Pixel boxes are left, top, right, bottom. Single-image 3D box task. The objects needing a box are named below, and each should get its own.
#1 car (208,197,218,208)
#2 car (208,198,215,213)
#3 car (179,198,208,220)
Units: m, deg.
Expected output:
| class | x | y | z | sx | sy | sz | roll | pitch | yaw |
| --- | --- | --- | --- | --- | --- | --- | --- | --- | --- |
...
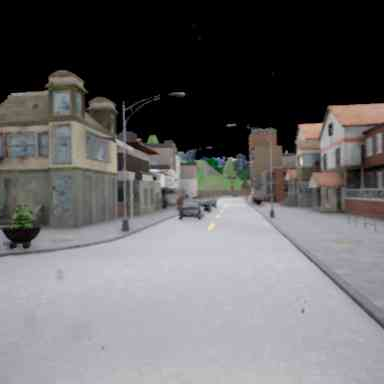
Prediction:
| class | x | y | z | sx | sy | sz | roll | pitch | yaw |
| --- | --- | --- | --- | --- | --- | --- | --- | --- | --- |
| car | 2.684 | 1.556 | 48.739 | 1.837 | 1.490 | 4.892 | -1 | 0 | 7 |
| car | 1.275 | 1.655 | 38.467 | 1.895 | 1.301 | 4.718 | -1 | 0 | 8 |
| car | 0.020 | 1.561 | 29.247 | 1.837 | 1.490 | 4.892 | -1 | 0 | 7 |
